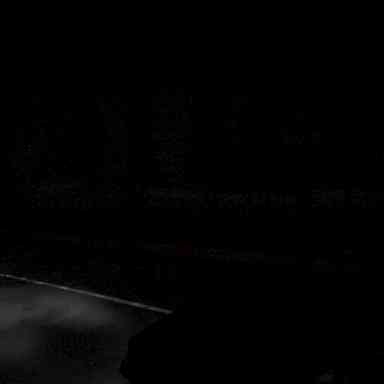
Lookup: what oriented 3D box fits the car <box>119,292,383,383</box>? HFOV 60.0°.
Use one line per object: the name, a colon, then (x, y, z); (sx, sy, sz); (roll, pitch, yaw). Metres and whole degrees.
car: (1.633, 1.593, 2.688); (4.718, 1.301, 1.895); (0, 0, 35)
